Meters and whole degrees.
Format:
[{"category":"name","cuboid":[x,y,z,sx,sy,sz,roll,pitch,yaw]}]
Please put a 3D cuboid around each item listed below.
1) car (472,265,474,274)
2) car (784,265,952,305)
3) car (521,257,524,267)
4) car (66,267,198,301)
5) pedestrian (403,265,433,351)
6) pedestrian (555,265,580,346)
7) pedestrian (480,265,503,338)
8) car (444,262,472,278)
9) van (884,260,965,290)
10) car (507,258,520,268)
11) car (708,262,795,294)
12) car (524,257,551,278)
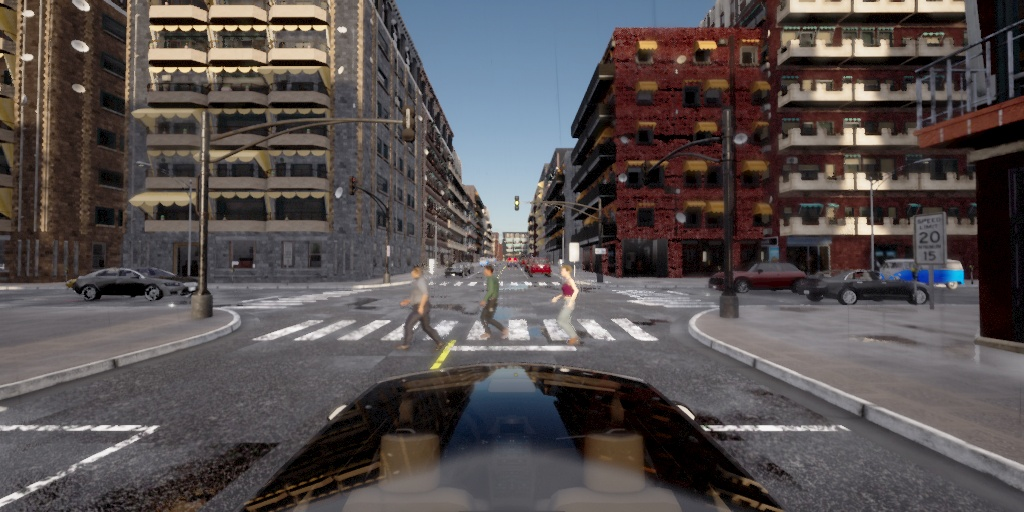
[{"category":"car","cuboid":[-5.276,1.327,39.901,1.948,1.339,4.313,0,0,0]},{"category":"car","cuboid":[13.757,1.184,14.072,4.403,1.370,2.007,0,0,0]},{"category":"car","cuboid":[2.611,1.081,45.500,2.192,1.841,5.009,0,0,0]},{"category":"car","cuboid":[-17.247,1.266,16.677,4.902,1.511,2.128,0,-1,2]},{"category":"pedestrian","cuboid":[-1.935,1.045,7.406,0.375,1.860,0.375,1,-1,0]},{"category":"pedestrian","cuboid":[1.238,1.046,8.003,0.375,1.860,0.375,1,-1,0]},{"category":"pedestrian","cuboid":[-0.498,1.039,8.605,0.375,1.860,0.375,1,-1,0]},{"category":"car","cuboid":[-5.282,1.324,34.340,1.948,1.339,4.313,0,0,0]},{"category":"van","cuboid":[24.922,1.112,21.912,3.998,1.789,1.690,0,0,0]},{"category":"car","cuboid":[0.064,1.416,63.994,1.895,1.301,4.718,0,0,0]},{"category":"car","cuboid":[13.235,1.101,19.484,4.553,1.767,2.097,0,-1,-1]},{"category":"car","cuboid":[2.600,1.073,34.377,2.192,1.841,5.009,0,0,0]}]
